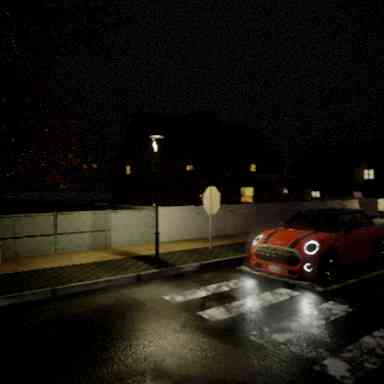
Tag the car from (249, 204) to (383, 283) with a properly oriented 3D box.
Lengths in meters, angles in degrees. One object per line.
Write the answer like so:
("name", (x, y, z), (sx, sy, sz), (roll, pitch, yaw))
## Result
("car", (3.711, 1.282, 9.596), (4.553, 1.767, 2.097), (0, 0, -40))
